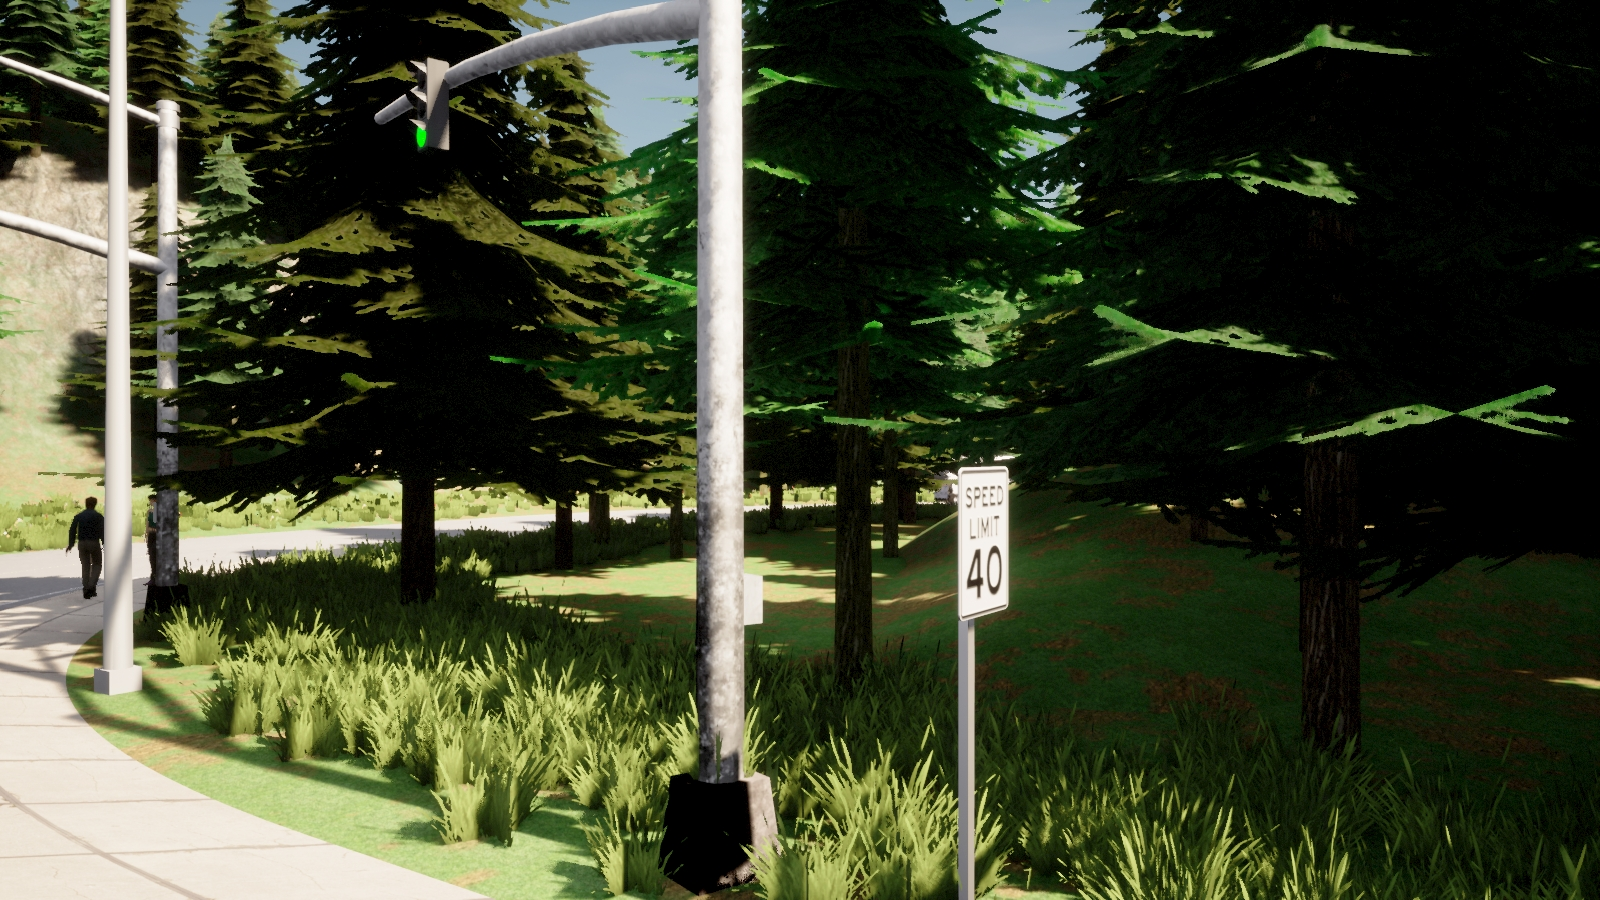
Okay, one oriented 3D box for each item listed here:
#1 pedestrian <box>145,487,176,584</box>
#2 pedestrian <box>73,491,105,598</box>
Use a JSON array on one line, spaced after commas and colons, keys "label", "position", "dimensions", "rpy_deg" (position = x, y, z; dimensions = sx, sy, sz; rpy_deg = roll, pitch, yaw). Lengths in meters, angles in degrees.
[{"label": "pedestrian", "position": [-12.535, 1.668, 22.409], "dimensions": [0.375, 1.860, 0.375], "rpy_deg": [0, 0, 13]}, {"label": "pedestrian", "position": [-12.574, 1.668, 20.220], "dimensions": [0.375, 1.860, 0.375], "rpy_deg": [0, 0, -12]}]
